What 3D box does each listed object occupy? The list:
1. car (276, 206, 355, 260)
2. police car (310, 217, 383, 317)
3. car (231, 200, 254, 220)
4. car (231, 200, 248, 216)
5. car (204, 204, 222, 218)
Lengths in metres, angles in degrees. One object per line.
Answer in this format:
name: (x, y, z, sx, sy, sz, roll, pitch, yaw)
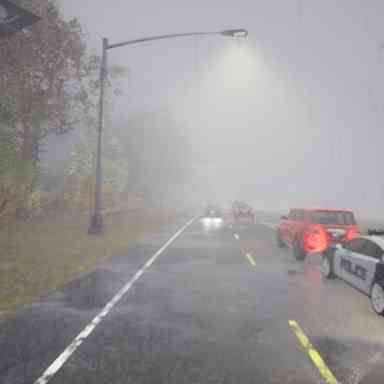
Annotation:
car: (5.127, 1.628, 14.121, 2.150, 2.045, 5.566, 2, -1, 3)
police car: (4.787, 1.734, 8.228, 1.930, 1.638, 5.238, 2, -1, 3)
car: (5.856, 2.174, 37.571, 2.097, 1.767, 4.553, 2, -1, 6)
car: (6.913, 2.295, 49.197, 2.150, 2.045, 5.566, 2, -1, 6)
car: (2.490, 2.198, 39.299, 2.128, 1.511, 4.902, 2, -1, 5)
